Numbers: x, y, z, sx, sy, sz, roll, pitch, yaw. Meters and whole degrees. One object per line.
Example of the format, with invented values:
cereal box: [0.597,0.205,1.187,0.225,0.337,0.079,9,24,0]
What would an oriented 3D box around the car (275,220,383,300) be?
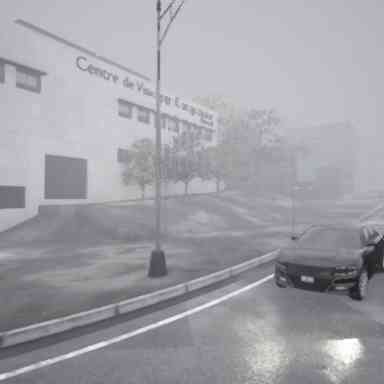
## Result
car: [3.913,1.565,8.961,1.882,1.535,5.008,-1,-1,37]
